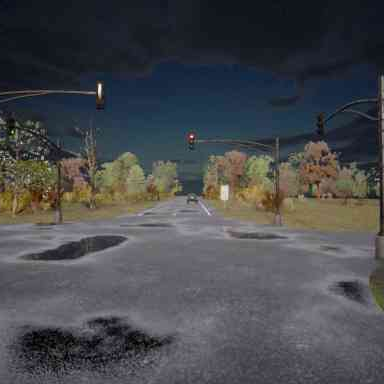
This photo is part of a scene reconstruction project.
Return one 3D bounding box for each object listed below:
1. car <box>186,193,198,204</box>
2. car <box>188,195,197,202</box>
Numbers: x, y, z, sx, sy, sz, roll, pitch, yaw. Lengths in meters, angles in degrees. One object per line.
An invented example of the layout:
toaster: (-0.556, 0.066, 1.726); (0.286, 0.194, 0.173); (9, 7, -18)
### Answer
car: (0.023, 1.292, 67.681); (2.150, 2.045, 5.566); (0, 0, 0)
car: (0.025, 1.465, 78.072); (2.033, 1.411, 5.357); (0, 0, 0)
